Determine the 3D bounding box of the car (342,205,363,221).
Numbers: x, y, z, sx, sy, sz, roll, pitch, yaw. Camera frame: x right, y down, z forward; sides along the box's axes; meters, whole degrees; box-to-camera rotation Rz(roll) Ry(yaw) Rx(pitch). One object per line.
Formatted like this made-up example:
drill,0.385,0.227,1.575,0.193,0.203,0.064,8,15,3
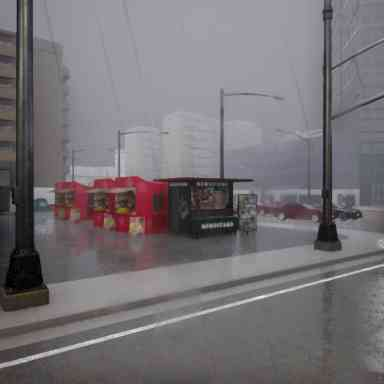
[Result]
car,12.214,1.672,28.408,1.994,1.385,4.181,0,-1,-35

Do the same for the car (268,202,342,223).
car,8.987,1.589,26.864,1.882,1.535,5.008,0,-1,-38

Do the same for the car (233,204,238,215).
car,3.536,1.750,34.422,1.812,1.442,4.674,0,-1,-36

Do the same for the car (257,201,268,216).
car,6.940,1.689,35.686,1.882,1.535,5.008,0,-1,-36
